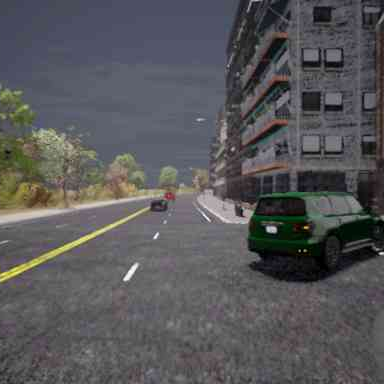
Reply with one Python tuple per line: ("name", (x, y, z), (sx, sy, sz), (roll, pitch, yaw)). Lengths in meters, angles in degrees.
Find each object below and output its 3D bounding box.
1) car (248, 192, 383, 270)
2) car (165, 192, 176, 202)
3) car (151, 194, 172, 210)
("car", (4.062, 1.014, 10.395), (5.566, 2.045, 2.150), (-2, -1, -42))
("car", (-4.500, 0.980, 68.382), (2.150, 2.045, 5.566), (0, 0, 0))
("car", (-3.934, 1.351, 40.297), (2.128, 1.511, 4.902), (0, 0, -2))
